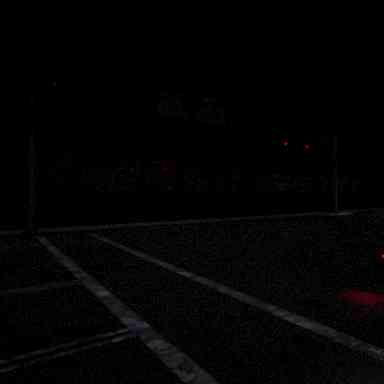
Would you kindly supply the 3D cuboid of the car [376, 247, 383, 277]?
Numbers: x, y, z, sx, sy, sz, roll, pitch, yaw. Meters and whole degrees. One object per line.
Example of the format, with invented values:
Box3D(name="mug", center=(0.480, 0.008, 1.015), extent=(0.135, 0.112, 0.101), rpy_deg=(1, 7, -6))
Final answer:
Box3D(name="car", center=(6.870, 1.564, 8.645), extent=(5.357, 1.411, 2.033), rpy_deg=(0, 0, -35))
